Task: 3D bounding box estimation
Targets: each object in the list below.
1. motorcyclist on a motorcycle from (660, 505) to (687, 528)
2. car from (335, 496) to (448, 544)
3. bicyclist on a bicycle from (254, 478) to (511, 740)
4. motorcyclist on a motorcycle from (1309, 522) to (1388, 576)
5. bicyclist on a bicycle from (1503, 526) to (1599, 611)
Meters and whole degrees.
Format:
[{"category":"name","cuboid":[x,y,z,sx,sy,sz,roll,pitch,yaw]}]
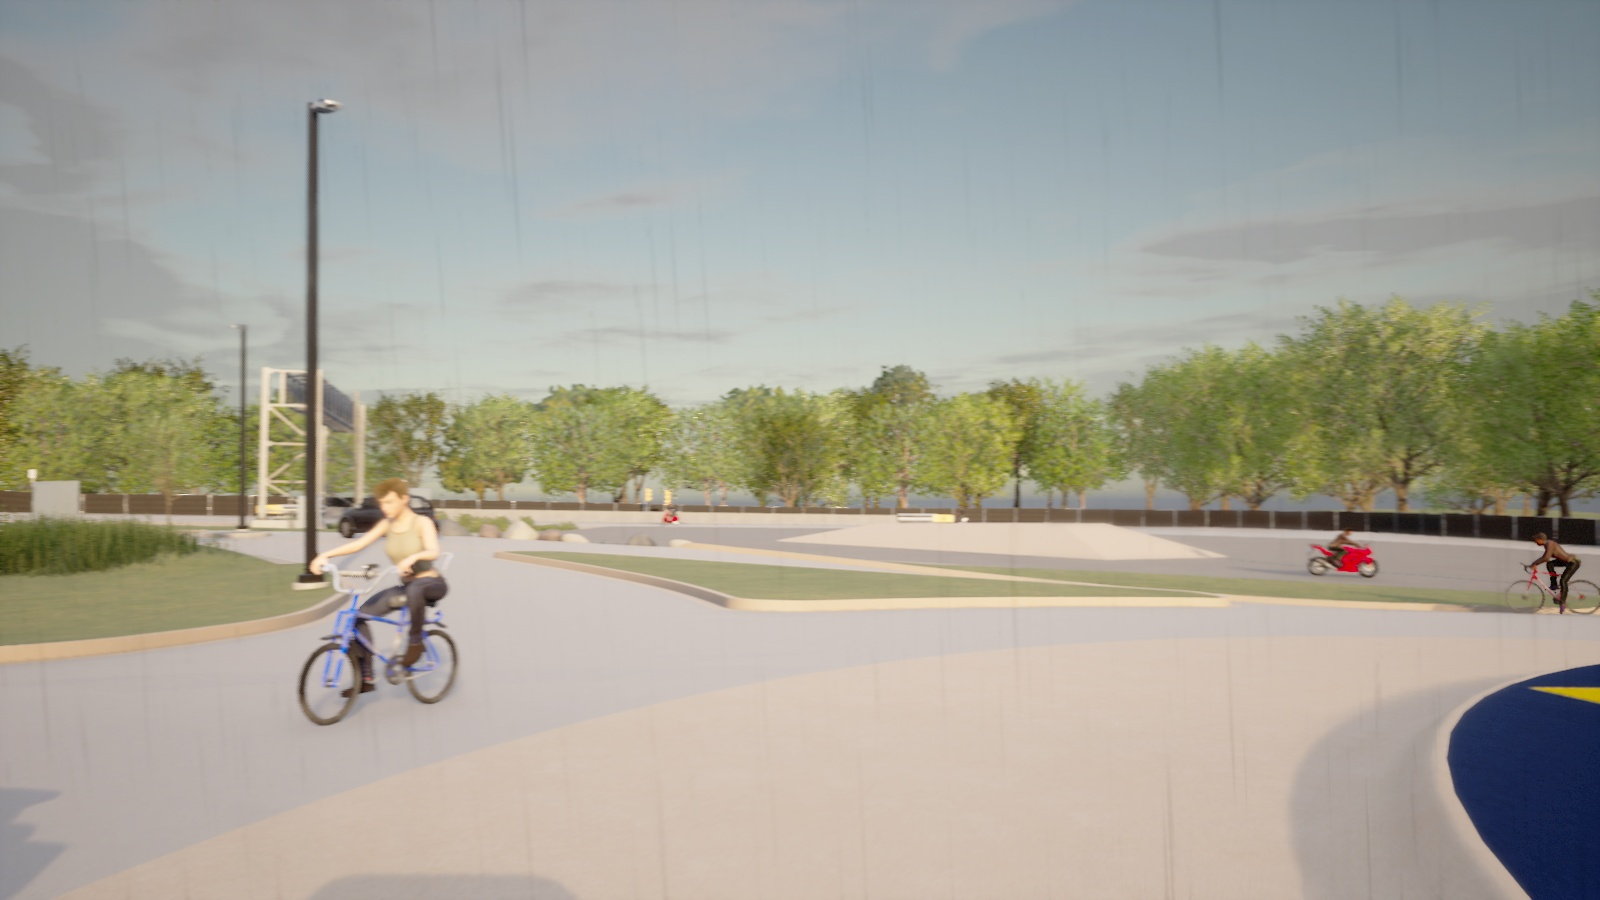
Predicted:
[{"category":"motorcyclist on a motorcycle","cuboid":[-9.156,4.804,91.012,0.866,1.590,1.817,-1,-3,37]},{"category":"car","cuboid":[-14.412,2.420,44.223,3.988,1.617,1.851,-2,-2,38]},{"category":"bicyclist on a bicycle","cuboid":[-2.815,1.019,8.626,0.866,1.612,1.509,-2,-3,26]},{"category":"motorcyclist on a motorcycle","cuboid":[16.376,2.939,37.543,2.044,1.523,0.797,1,-3,11]},{"category":"bicyclist on a bicycle","cuboid":[14.851,2.338,24.726,1.656,1.620,0.582,-4,-5,28]}]
